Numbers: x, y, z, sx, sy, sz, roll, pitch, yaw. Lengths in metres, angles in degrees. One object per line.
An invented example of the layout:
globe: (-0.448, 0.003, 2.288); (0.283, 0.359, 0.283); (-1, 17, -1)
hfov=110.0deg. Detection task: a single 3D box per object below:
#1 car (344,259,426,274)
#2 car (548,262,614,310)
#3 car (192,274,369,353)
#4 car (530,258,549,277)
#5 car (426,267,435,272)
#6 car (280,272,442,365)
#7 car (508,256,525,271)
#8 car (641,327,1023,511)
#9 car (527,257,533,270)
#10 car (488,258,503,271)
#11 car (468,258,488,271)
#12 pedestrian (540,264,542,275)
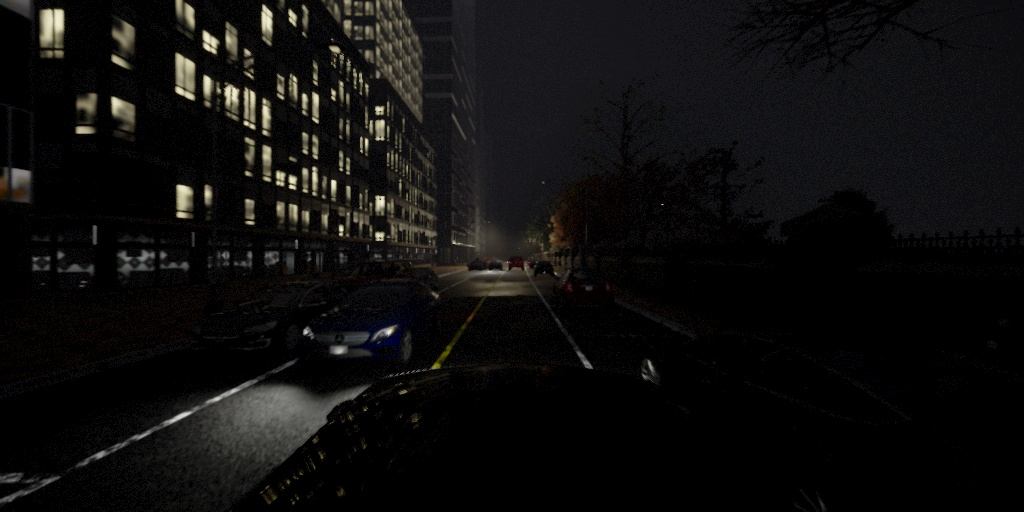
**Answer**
car: (-5.266, 1.064, 14.319); (2.192, 1.841, 5.009); (0, 0, 0)
car: (2.761, 1.192, 14.690); (1.967, 1.591, 4.097); (0, 0, 1)
car: (-5.299, 1.299, 8.690); (2.007, 1.370, 4.403); (0, 0, 0)
car: (3.051, 1.260, 35.551); (1.837, 1.490, 4.892); (0, 0, 1)
car: (-5.221, 1.300, 19.955); (2.007, 1.370, 4.403); (0, 0, 0)
car: (-2.828, 1.275, 8.195); (1.812, 1.442, 4.674); (0, 0, 0)
car: (0.601, 0.980, 50.039); (2.150, 2.045, 5.566); (0, 0, 2)
car: (2.711, 1.317, 3.400); (1.948, 1.339, 4.313); (0, 0, 0)
car: (3.420, 1.304, 54.190); (1.888, 1.381, 4.507); (0, 0, 2)
car: (-2.244, 1.356, 48.994); (1.895, 1.301, 4.718); (0, 0, 2)
car: (-4.758, 1.300, 48.089); (1.888, 1.381, 4.507); (0, 0, 1)
pedestrian: (3.105, 1.049, 38.489); (0.375, 1.860, 0.375); (0, 0, 1)
